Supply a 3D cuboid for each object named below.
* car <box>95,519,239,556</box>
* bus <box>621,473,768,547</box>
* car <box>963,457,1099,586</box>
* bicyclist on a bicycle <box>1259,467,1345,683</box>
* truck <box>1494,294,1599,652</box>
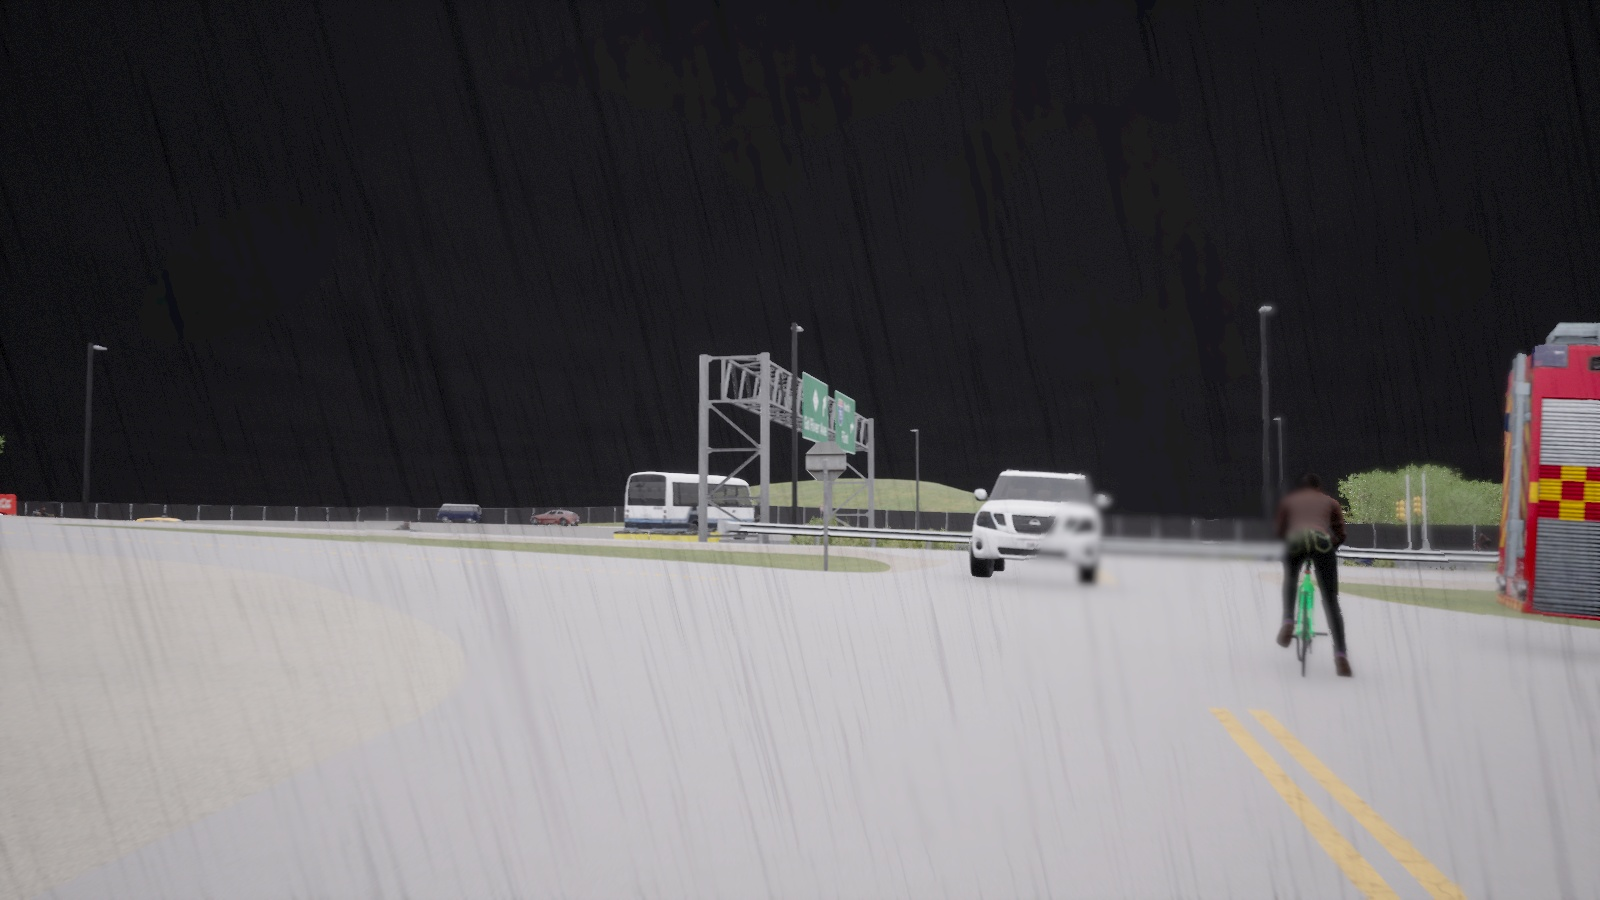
[{"bbox_3d":[-28.066,3.891,55.817,5.366,1.575,1.801,1,-3,-12],"label":"car"},{"bbox_3d":[-6.328,3.717,77.895,3.944,4.253,10.273,-1,-3,29],"label":"bus"},{"bbox_3d":[4.513,1.353,23.805,2.150,2.045,5.566,3,-3,14],"label":"car"},{"bbox_3d":[4.157,0.979,10.379,0.582,1.620,1.656,1,-2,23],"label":"bicyclist on a bicycle"},{"bbox_3d":[12.352,0.469,13.265,8.468,3.827,2.891,3,-3,24],"label":"truck"}]
